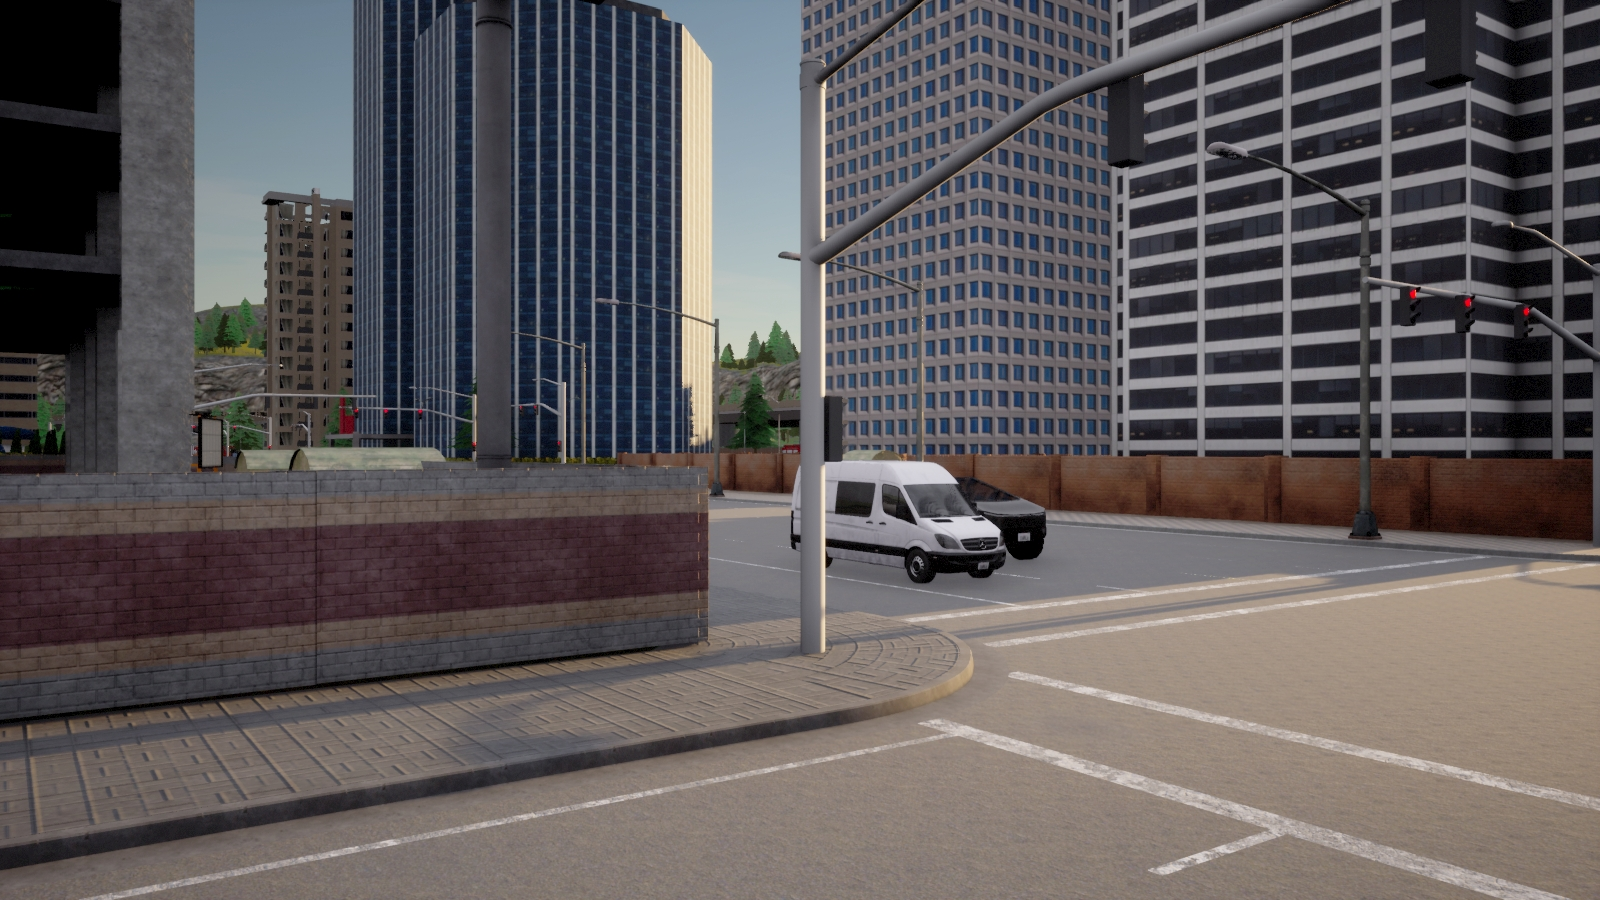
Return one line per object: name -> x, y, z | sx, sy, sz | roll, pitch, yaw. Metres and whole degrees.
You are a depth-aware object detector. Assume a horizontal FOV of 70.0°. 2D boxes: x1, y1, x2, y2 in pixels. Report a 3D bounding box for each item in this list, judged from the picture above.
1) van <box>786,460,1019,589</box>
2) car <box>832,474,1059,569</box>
van -> 2.162, 1.533, 26.216 | 1.988, 2.561, 5.915 | 0, 0, -35
car -> 3.654, 1.752, 30.193 | 2.390, 2.098, 6.274 | 0, 0, -35
